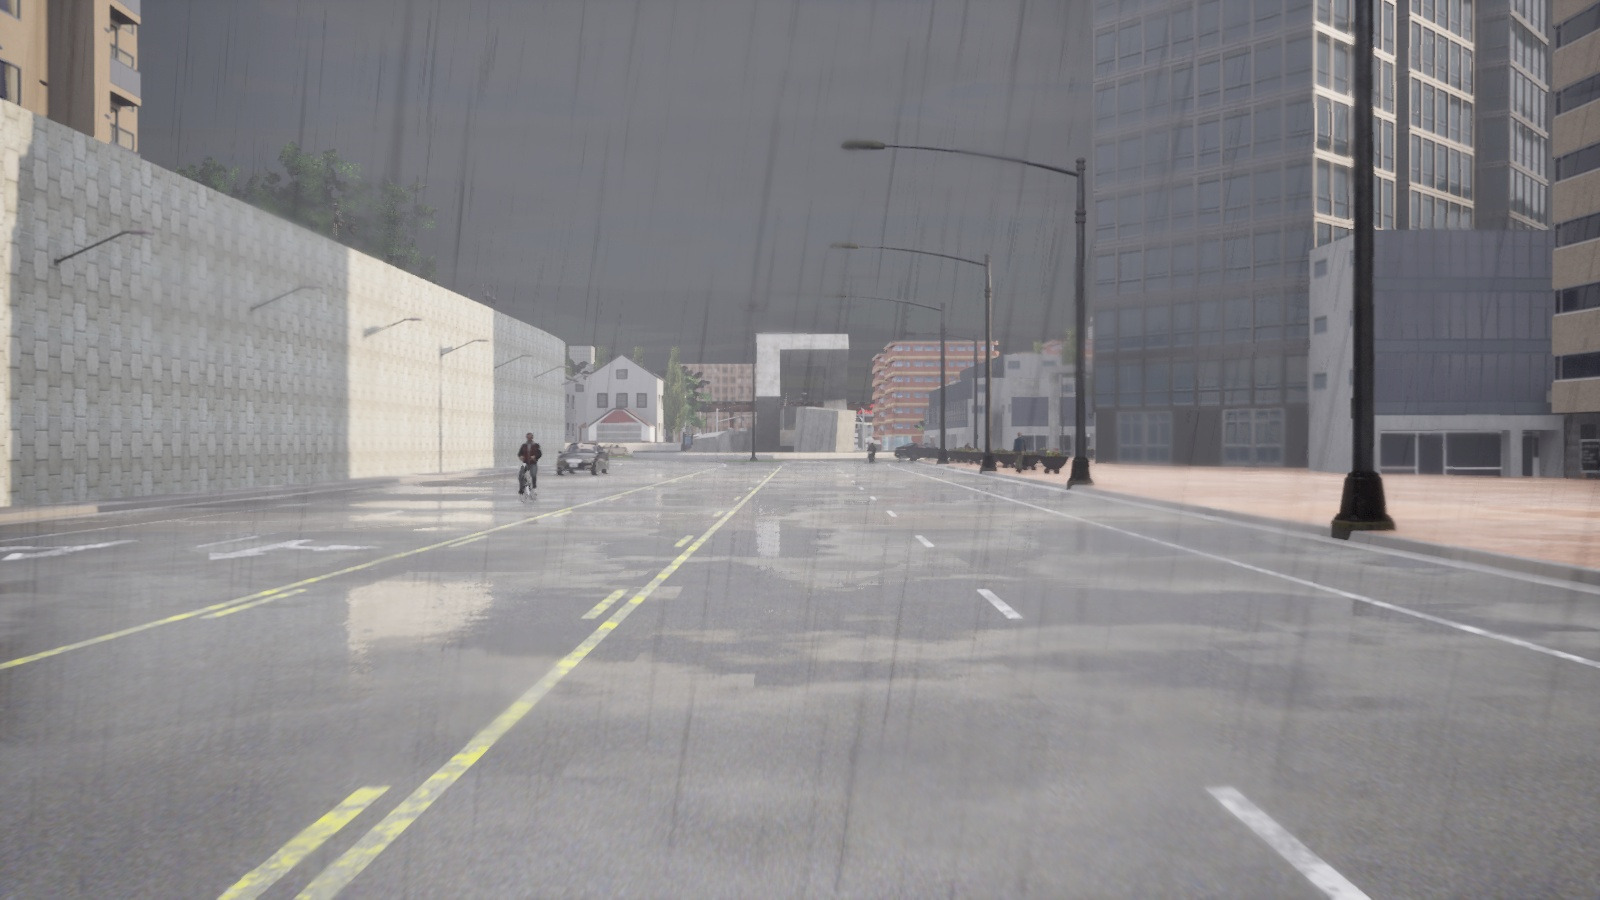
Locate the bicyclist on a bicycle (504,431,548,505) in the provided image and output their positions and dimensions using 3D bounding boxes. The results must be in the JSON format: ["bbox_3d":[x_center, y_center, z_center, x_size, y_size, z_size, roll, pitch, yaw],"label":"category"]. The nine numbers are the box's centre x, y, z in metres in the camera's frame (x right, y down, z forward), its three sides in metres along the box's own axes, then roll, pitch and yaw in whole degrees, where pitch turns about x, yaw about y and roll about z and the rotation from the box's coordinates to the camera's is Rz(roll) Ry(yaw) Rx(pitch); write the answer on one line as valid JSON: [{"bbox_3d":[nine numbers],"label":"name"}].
[{"bbox_3d":[-6.807,0.435,31.270,0.659,1.776,1.843,0,0,0],"label":"bicyclist on a bicycle"}]

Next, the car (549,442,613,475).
[{"bbox_3d":[-10.151,0.364,58.645,2.128,1.511,4.902,0,0,0],"label":"car"}]

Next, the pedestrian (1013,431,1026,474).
[{"bbox_3d":[9.586,0.100,54.841,0.402,1.842,0.726,0,0,-2],"label":"pedestrian"}]
